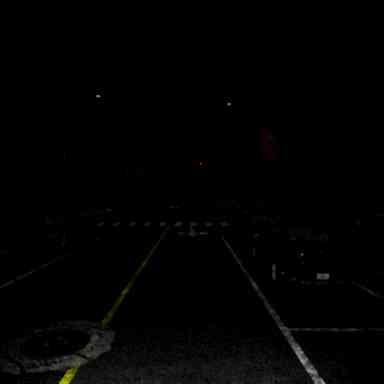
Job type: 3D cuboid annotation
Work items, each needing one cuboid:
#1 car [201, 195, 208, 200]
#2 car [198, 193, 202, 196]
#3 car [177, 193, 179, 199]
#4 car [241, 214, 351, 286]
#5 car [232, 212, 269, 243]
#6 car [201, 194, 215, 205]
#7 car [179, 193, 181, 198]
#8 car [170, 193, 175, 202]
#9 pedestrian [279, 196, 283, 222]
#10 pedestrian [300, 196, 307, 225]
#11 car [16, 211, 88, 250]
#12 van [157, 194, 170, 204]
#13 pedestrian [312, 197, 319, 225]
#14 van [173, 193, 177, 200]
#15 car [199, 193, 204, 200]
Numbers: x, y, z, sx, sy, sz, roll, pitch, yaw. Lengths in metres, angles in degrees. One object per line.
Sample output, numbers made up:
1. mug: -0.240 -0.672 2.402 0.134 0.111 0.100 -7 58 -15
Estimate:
1. car: 3.261 1.492 89.627 1.752 1.417 4.829 0 0 1
2. car: 3.109 1.284 72.918 2.192 1.841 5.009 0 0 1
3. car: -5.266 1.511 89.530 1.887 1.381 4.507 0 0 1
4. car: 2.765 1.544 9.205 2.008 1.369 4.403 0 0 0
5. car: 2.765 1.542 14.197 2.008 1.369 4.403 0 0 0
6. car: 2.957 1.524 56.380 2.008 1.369 4.403 0 0 1
7. car: -5.215 1.281 95.043 2.192 1.841 5.009 0 0 1
8. car: -5.417 1.535 72.993 1.947 1.339 4.313 0 0 1
9. pedestrian: 6.137 1.127 22.670 0.375 1.860 0.375 0 0 0
10. pedestrian: 7.137 1.163 21.470 0.375 1.860 0.375 0 0 0
11. car: -5.760 1.541 14.201 2.008 1.369 4.403 0 0 0
12. van: -5.517 1.313 61.968 1.690 1.788 3.998 0 0 1
13. pedestrian: 8.131 1.233 22.070 0.375 1.860 0.375 0 0 0
14. van: -5.316 1.308 84.018 1.690 1.788 3.998 0 0 1
15. car: 3.058 1.521 67.405 2.008 1.369 4.403 0 0 1
